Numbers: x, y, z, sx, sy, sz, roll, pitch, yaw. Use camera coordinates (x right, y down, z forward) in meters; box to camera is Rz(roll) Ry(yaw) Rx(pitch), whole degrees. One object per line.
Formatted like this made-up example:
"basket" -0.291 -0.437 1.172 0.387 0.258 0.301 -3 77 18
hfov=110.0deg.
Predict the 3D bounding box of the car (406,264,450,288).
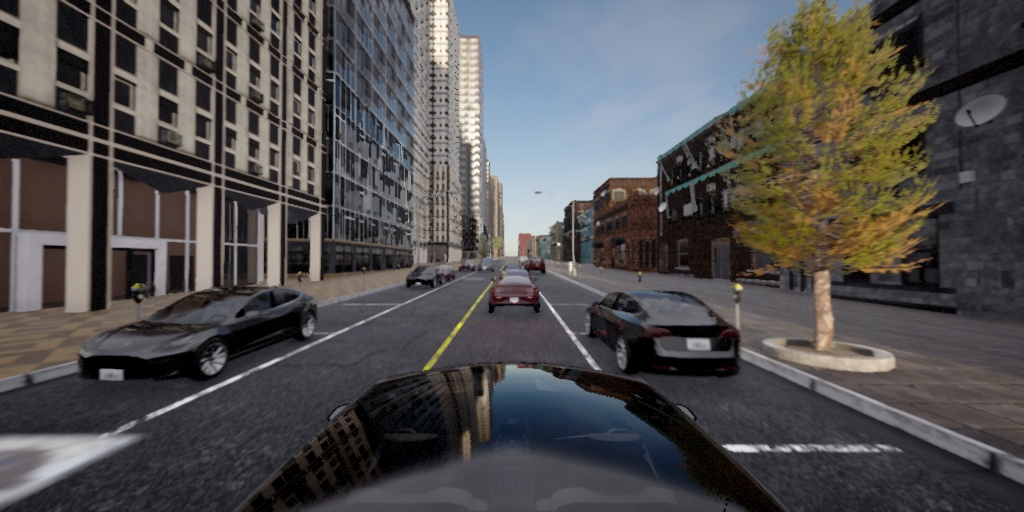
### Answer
"car" -5.691 1.297 23.907 1.948 1.339 4.313 0 0 0

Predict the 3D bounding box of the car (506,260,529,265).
"car" 0.085 1.290 29.284 1.994 1.385 4.181 0 0 0

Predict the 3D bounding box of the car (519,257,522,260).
"car" 2.687 1.247 62.731 1.948 1.339 4.313 0 0 0

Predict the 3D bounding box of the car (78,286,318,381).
"car" -5.690 1.312 7.269 1.948 1.339 4.313 0 0 0

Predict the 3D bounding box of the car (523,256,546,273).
"car" 2.689 1.029 40.549 2.192 1.841 5.009 0 0 0

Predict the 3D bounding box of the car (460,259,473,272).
"car" -5.693 1.147 46.090 1.967 1.591 4.097 0 0 0

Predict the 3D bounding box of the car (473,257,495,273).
"car" -3.094 1.203 43.056 2.128 1.511 4.902 0 0 0

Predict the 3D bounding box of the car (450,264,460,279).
"car" -5.692 1.308 29.452 1.802 1.307 4.207 0 0 0

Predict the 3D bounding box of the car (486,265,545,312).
"car" 0.085 1.266 14.063 1.812 1.442 4.674 0 0 0

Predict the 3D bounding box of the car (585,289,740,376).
"car" 2.691 1.312 7.272 1.948 1.339 4.313 0 0 0

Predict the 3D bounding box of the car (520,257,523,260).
"car" 2.687 1.256 57.187 1.948 1.339 4.313 0 0 0
